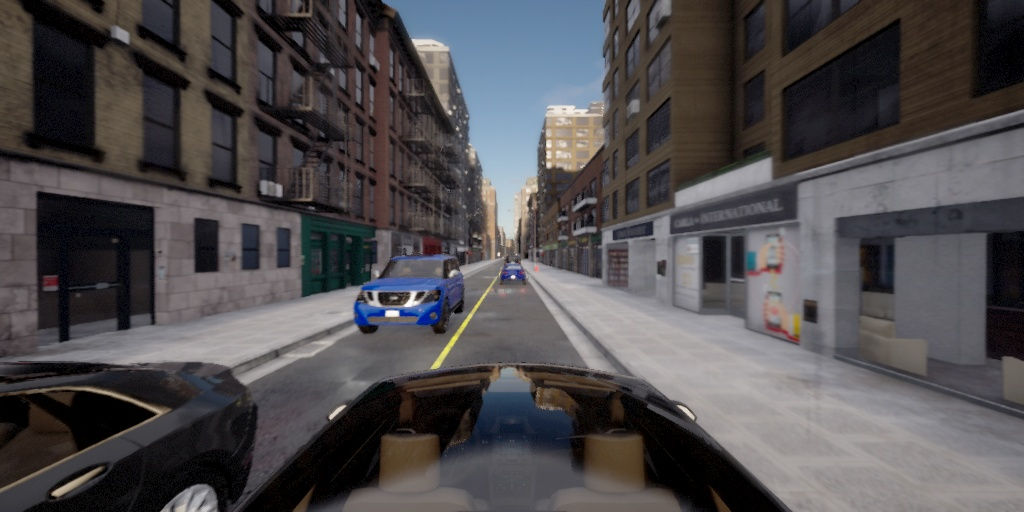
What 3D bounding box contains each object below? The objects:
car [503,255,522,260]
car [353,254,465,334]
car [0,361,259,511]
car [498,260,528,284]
[{"bbox_3d":[0.055,0.944,45.221,2.150,2.045,5.566,0,0,0],"label":"car"},{"bbox_3d":[-2.759,0.968,11.007,2.150,2.045,5.566,0,0,0],"label":"car"},{"bbox_3d":[-2.838,1.256,0.714,1.837,1.490,4.892,0,0,0],"label":"car"},{"bbox_3d":[0.076,1.263,26.569,1.812,1.442,4.674,0,0,0],"label":"car"}]
